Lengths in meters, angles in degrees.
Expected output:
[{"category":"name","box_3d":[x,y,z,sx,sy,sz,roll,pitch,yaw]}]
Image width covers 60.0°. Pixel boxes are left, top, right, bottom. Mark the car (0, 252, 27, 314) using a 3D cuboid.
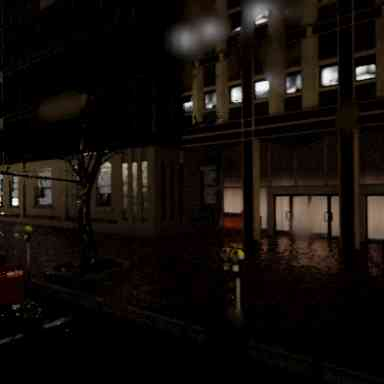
[{"category":"car","box_3d":[-5.016,1.541,6.465,4.507,1.381,1.887,0,-1,36]}]
